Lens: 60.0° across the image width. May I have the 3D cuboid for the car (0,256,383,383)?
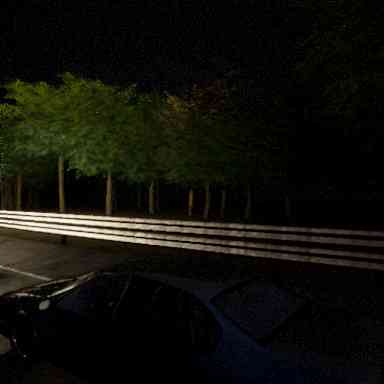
[{"bbox_3d":[-0.425,1.578,4.199,5.357,1.411,2.033,-1,0,36],"label":"car"}]
